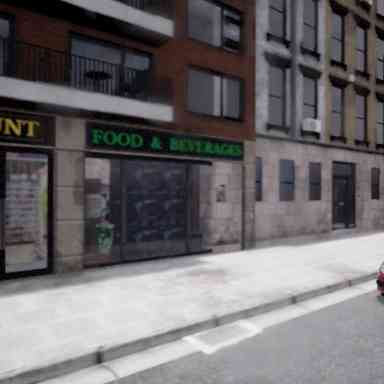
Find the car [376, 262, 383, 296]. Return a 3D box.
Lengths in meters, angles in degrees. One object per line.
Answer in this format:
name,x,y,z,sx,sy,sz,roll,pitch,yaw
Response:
car,5.933,1.518,7.303,4.674,1.442,1.812,0,0,-36
